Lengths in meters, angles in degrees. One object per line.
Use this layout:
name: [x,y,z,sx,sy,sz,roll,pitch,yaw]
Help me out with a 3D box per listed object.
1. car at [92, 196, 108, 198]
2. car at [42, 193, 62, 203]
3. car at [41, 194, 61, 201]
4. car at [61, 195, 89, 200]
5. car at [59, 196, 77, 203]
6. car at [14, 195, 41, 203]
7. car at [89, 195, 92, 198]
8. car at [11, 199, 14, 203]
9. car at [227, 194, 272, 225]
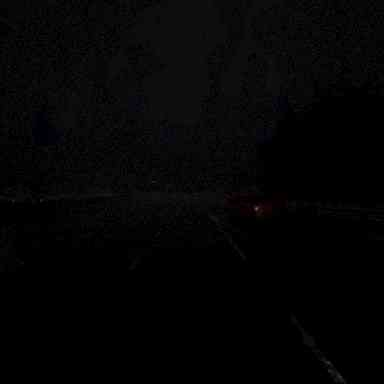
car: [-17.495,1.393,65.332,1.895,1.301,4.718,0,0,0]
car: [-27.992,1.147,66.513,2.097,1.767,4.553,0,0,0]
car: [-21.039,1.362,51.658,1.812,1.442,4.674,0,0,0]
car: [-17.557,1.406,50.018,1.994,1.385,4.181,0,0,0]
car: [-24.492,1.389,65.876,1.895,1.301,4.718,0,0,0]
car: [-24.548,1.345,50.631,1.837,1.490,4.892,0,0,0]
car: [-20.992,1.316,66.733,1.812,1.442,4.674,0,0,0]
car: [-27.999,1.332,55.170,1.837,1.490,4.892,0,0,0]
car: [3.920,1.151,23.432,2.150,2.045,5.566,0,0,-4]
